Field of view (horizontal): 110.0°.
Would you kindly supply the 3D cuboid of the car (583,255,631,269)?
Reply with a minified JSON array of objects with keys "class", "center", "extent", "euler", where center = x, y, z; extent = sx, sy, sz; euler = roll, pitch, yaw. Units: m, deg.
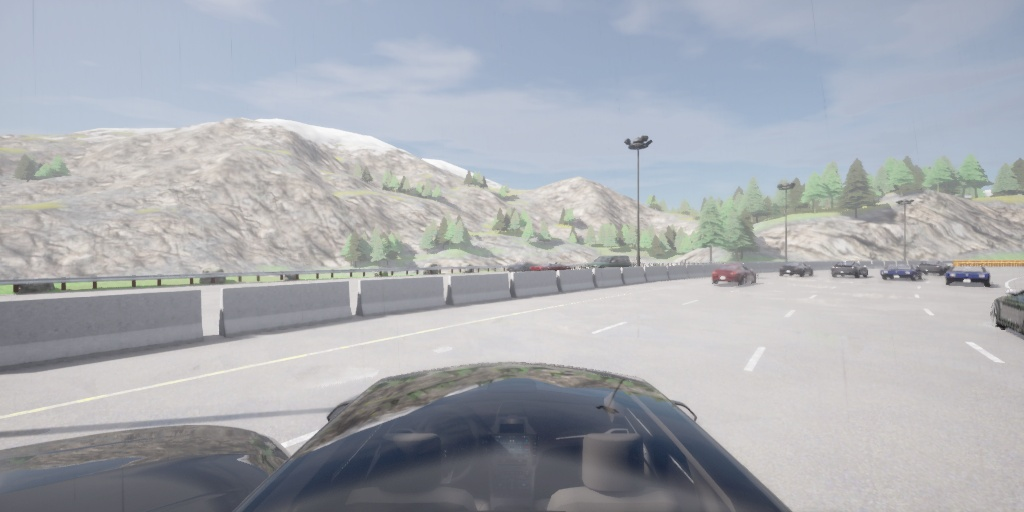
[{"class":"car","center":[9.054,0.971,33.741],"extent":[5.566,2.045,2.150],"euler":[0,0,-41]}]

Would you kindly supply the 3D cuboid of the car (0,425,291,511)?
[{"class":"car","center":[-2.981,1.255,0.486],"extent":[4.892,1.490,1.837],"euler":[0,0,-45]}]

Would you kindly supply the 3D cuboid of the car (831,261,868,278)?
[{"class":"car","center":[31.374,1.241,33.297],"extent":[4.902,1.511,2.128],"euler":[0,0,-35]}]

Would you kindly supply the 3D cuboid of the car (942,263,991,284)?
[{"class":"car","center":[32.233,1.351,25.325],"extent":[4.718,1.301,1.895],"euler":[0,0,-37]}]

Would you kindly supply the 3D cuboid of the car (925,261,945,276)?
[{"class":"car","center":[43.312,1.241,36.820],"extent":[4.902,1.511,2.128],"euler":[0,0,-31]}]

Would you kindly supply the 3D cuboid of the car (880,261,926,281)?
[{"class":"car","center":[32.307,1.351,29.687],"extent":[4.718,1.301,1.895],"euler":[0,0,-35]}]

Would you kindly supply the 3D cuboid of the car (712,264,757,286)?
[{"class":"car","center":[15.752,1.275,25.384],"extent":[4.674,1.442,1.812],"euler":[0,0,-42]}]

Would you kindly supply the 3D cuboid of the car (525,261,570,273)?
[{"class":"car","center":[4.051,1.351,38.636],"extent":[4.718,1.301,1.895],"euler":[0,0,-41]}]

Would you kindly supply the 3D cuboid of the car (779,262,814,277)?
[{"class":"car","center":[27.749,1.276,34.992],"extent":[4.674,1.442,1.812],"euler":[0,0,-37]}]

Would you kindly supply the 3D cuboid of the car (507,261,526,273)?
[{"class":"car","center":[1.411,1.314,40.952],"extent":[4.181,1.385,1.994],"euler":[0,0,-42]}]

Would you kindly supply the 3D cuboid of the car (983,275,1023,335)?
[{"class":"car","center":[13.276,1.314,8.385],"extent":[1.994,1.385,4.181],"euler":[0,0,43]}]
